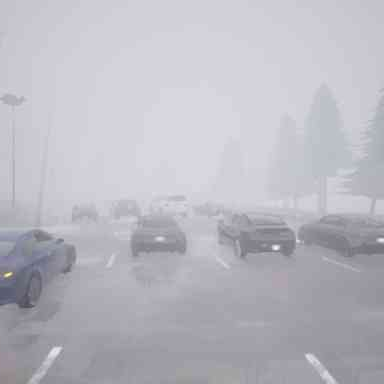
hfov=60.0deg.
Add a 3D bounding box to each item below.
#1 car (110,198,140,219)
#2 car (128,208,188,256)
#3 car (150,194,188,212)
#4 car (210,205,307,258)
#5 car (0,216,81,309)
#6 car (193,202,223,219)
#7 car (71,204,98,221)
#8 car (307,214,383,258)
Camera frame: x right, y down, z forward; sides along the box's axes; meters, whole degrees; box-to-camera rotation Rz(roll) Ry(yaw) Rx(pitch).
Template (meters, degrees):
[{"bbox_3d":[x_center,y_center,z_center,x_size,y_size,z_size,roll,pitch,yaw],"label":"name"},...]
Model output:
[{"bbox_3d":[-5.883,1.343,28.962,2.097,1.767,4.553,0,0,-21],"label":"car"},{"bbox_3d":[-1.409,1.552,13.201,1.994,1.385,4.181,0,0,-9],"label":"car"},{"bbox_3d":[-2.087,1.191,28.971,2.150,2.045,5.566,0,0,-21],"label":"car"},{"bbox_3d":[2.219,1.473,12.685,1.837,1.490,4.892,0,0,-9],"label":"car"},{"bbox_3d":[-4.093,1.537,7.650,1.812,1.442,4.674,0,0,-6],"label":"car"},{"bbox_3d":[1.608,1.549,29.009,1.895,1.301,4.718,0,0,-20],"label":"car"},{"bbox_3d":[-8.823,1.611,27.090,1.895,1.301,4.718,0,0,-21],"label":"car"},{"bbox_3d":[5.751,1.513,12.631,1.994,1.385,4.181,0,0,-9],"label":"car"}]
